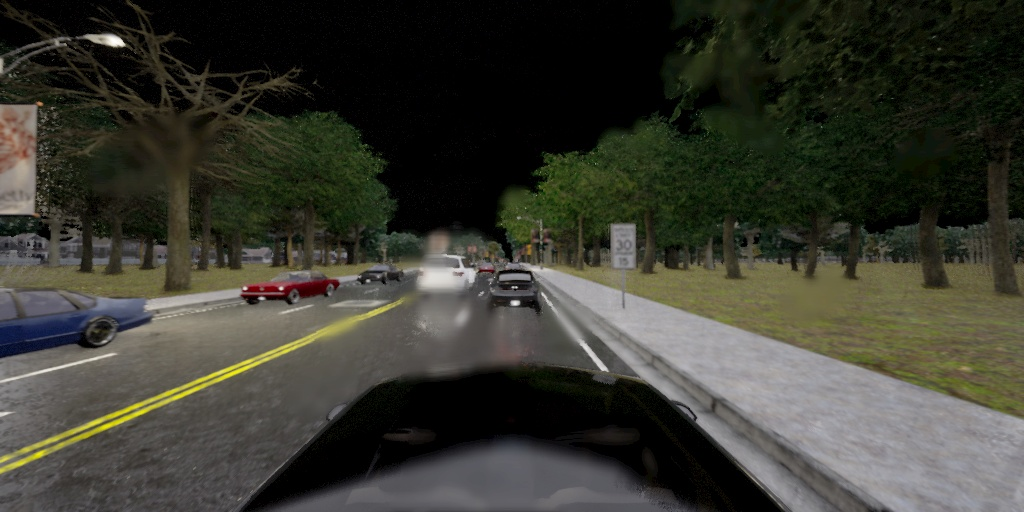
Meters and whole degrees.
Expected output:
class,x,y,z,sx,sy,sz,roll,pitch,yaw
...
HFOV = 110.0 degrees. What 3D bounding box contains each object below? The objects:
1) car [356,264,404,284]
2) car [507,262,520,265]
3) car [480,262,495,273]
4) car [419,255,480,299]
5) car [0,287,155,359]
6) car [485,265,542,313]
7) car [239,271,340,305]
class,x,y,z,sx,sy,sz,roll,pitch,yaw
car,-9.820,1.334,27.284,2.033,1.411,5.357,0,0,1
car,0.113,1.372,37.392,2.033,1.411,5.357,0,0,0
car,-3.132,1.432,45.543,1.994,1.385,4.181,0,0,0
car,-3.143,0.989,18.449,2.150,2.045,5.566,0,0,0
car,-9.845,1.302,6.506,2.033,1.411,5.357,0,0,0
car,0.105,1.267,14.006,1.837,1.490,4.892,0,0,0
car,-9.835,1.366,16.316,1.895,1.301,4.718,0,0,0
